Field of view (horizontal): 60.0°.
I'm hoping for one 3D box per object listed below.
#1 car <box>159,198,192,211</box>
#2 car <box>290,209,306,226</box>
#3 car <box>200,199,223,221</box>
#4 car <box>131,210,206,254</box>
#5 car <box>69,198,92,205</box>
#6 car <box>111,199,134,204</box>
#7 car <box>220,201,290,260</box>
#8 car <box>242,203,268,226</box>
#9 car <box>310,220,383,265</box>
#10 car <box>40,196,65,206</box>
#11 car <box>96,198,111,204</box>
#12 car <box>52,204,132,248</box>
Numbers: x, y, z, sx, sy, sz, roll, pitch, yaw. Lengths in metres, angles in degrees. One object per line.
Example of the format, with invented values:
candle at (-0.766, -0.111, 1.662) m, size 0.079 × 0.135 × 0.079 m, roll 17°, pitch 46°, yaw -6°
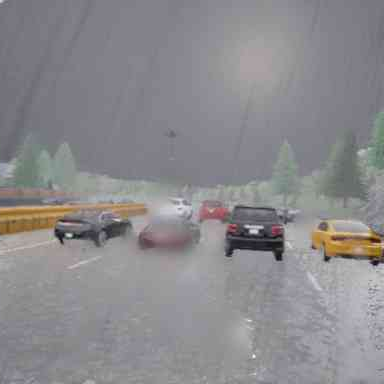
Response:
car at (-1.399, 1.561, 30.369) m, size 2.150 × 2.045 × 5.566 m, roll 2°, pitch 0°, yaw 10°
car at (9.246, 2.268, 30.609) m, size 1.812 × 1.442 × 4.674 m, roll 2°, pitch -1°, yaw 9°
car at (2.039, 1.683, 29.741) m, size 2.150 × 2.045 × 5.566 m, roll 2°, pitch 0°, yaw 10°
car at (-0.827, 1.718, 14.522) m, size 1.994 × 1.385 × 4.181 m, roll 2°, pitch -1°, yaw 11°
car at (-16.865, 1.610, 50.330) m, size 1.895 × 1.301 × 4.718 m, roll 2°, pitch -1°, yaw 3°
car at (-9.894, 1.811, 49.652) m, size 2.033 × 1.411 × 5.357 m, roll 2°, pitch -1°, yaw 4°
car at (2.674, 1.506, 14.137) m, size 2.150 × 2.045 × 5.566 m, roll 2°, pitch -1°, yaw 11°
car at (5.570, 1.944, 29.760) m, size 2.097 × 1.767 × 4.553 m, roll 2°, pitch -1°, yaw 10°
car at (6.160, 1.888, 13.767) m, size 1.882 × 1.535 × 5.008 m, roll 2°, pitch -1°, yaw 11°
car at (-20.462, 1.346, 49.057) m, size 2.128 × 1.511 × 4.902 m, roll 2°, pitch -1°, yaw 4°
car at (-13.325, 1.683, 51.497) m, size 1.812 × 1.442 × 4.674 m, roll 2°, pitch -1°, yaw 3°
car at (-4.259, 1.523, 15.192) m, size 2.128 × 1.511 × 4.902 m, roll 2°, pitch -1°, yaw 12°
